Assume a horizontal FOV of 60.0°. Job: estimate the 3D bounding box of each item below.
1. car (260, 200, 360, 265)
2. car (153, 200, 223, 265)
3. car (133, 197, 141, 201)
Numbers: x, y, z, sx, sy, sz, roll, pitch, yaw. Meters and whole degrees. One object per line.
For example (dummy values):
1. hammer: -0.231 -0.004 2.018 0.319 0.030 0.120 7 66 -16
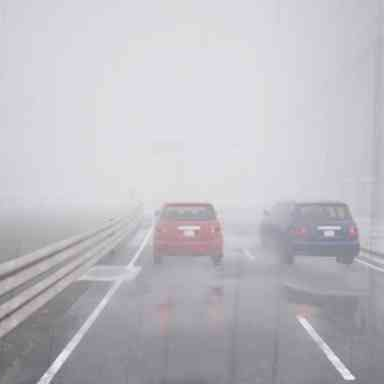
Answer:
1. car: 3.956 1.285 12.113 2.150 2.045 5.566 0 0 1
2. car: -0.202 1.288 12.141 2.150 2.045 5.566 0 0 -2
3. car: -14.104 1.853 85.219 1.895 1.301 4.718 0 0 -14
